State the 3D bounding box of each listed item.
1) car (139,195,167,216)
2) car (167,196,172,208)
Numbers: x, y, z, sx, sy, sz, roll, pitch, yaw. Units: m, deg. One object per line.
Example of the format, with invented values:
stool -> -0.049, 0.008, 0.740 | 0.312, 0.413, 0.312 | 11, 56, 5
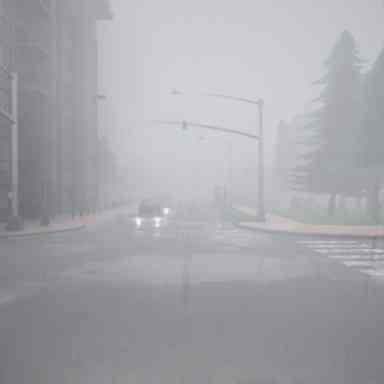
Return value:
car -> -3.611, 1.260, 30.131 | 1.882, 1.535, 5.008 | 0, 0, 0
car -> -3.615, 1.186, 42.249 | 2.128, 1.511, 4.902 | 0, 1, 0
